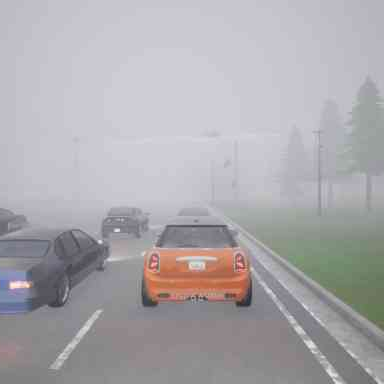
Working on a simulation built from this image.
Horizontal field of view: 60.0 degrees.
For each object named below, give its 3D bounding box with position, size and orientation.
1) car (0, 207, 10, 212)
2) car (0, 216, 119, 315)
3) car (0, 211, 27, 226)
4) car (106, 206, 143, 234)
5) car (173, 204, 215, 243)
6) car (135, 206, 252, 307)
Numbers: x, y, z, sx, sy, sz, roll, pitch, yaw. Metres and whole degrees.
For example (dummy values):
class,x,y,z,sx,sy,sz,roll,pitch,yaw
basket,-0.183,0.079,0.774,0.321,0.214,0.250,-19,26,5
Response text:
class,x,y,z,sx,sy,sz,roll,pitch,yaw
car,-10.419,1.478,17.160,1.882,1.535,5.008,0,0,0
car,-3.407,1.547,7.870,2.033,1.411,5.357,0,0,0
car,-6.914,1.601,12.012,1.895,1.301,4.718,0,0,0
car,-3.420,1.505,17.615,1.837,1.490,4.892,0,0,0
car,0.082,1.478,17.172,1.882,1.535,5.008,0,0,0
car,0.092,1.352,8.145,2.097,1.767,4.553,0,0,0
